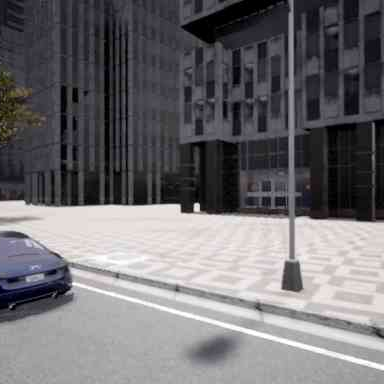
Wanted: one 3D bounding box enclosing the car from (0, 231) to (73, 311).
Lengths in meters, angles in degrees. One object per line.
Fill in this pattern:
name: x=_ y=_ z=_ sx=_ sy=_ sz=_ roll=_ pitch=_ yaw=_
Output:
car: x=-4.535 y=1.588 z=7.453 sx=4.181 sy=1.385 sz=1.994 roll=0 pitch=0 yaw=37
